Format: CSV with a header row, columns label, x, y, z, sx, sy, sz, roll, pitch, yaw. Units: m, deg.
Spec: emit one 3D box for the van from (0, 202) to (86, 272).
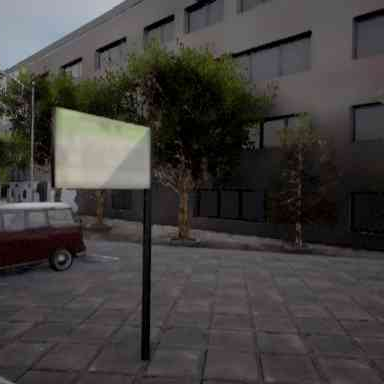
label,x,y,z,sx,sy,sz,roll,pitch,yaw
van,-4.962,1.312,8.965,1.878,1.987,4.442,-2,-1,35
